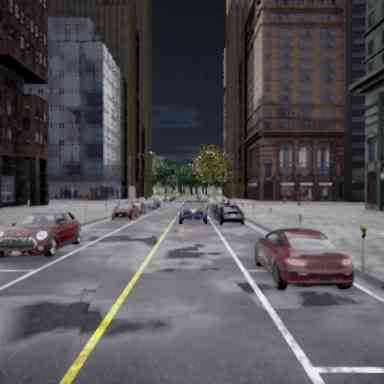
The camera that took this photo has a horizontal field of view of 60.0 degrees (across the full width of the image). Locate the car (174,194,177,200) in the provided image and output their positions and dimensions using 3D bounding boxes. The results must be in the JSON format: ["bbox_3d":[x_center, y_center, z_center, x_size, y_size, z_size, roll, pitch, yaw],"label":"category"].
[{"bbox_3d":[-5.740,1.449,83.178,2.192,1.841,5.009,-1,0,0],"label":"car"}]

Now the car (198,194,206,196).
[{"bbox_3d":[2.786,1.660,77.672,1.752,1.417,4.829,-1,0,0],"label":"car"}]

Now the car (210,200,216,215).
[{"bbox_3d":[2.765,1.649,29.711,1.947,1.339,4.313,-1,0,0],"label":"car"}]

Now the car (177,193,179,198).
[{"bbox_3d":[-5.735,1.442,94.537,2.192,1.841,5.009,-1,0,0],"label":"car"}]

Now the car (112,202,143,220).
[{"bbox_3d":[-5.761,1.627,29.015,1.887,1.381,4.507,-1,0,0],"label":"car"}]

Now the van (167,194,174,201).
[{"bbox_3d":[-5.737,1.473,88.858,1.690,1.788,3.998,-1,0,0],"label":"van"}]

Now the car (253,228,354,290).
[{"bbox_3d":[2.757,1.609,8.900,1.802,1.307,4.206,-1,0,0],"label":"car"}]

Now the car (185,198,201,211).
[{"bbox_3d":[0.118,1.586,42.898,1.882,1.535,5.008,0,0,0],"label":"car"}]

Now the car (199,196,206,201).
[{"bbox_3d":[2.791,1.697,88.862,1.947,1.339,4.313,-1,0,0],"label":"car"}]

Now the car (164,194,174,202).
[{"bbox_3d":[-5.739,1.717,77.497,1.802,1.307,4.206,-1,0,0],"label":"car"}]

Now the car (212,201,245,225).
[{"bbox_3d":[2.763,1.637,24.507,1.947,1.339,4.313,-1,0,0],"label":"car"}]

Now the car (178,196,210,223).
[{"bbox_3d":[0.109,1.429,26.197,2.097,1.767,4.553,0,0,0],"label":"car"}]

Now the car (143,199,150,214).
[{"bbox_3d":[-5.758,1.676,34.392,1.802,1.307,4.206,-1,0,0],"label":"car"}]

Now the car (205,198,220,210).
[{"bbox_3d":[2.772,1.638,45.489,1.752,1.417,4.829,-1,0,0],"label":"car"}]

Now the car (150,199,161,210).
[{"bbox_3d":[-5.753,1.663,45.148,2.008,1.369,4.403,-1,0,0],"label":"car"}]

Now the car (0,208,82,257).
[{"bbox_3d":[-5.768,1.480,12.880,1.967,1.590,4.097,-1,0,0],"label":"car"}]
